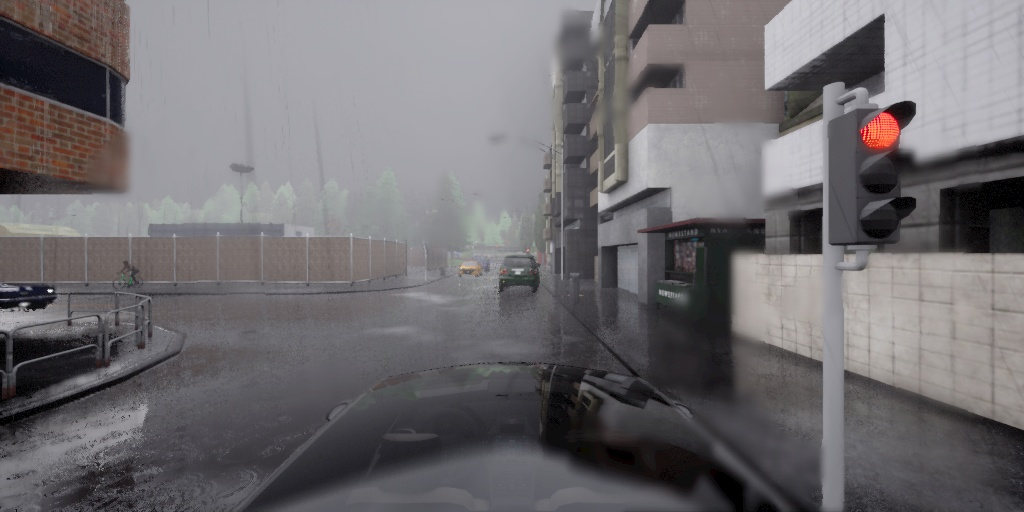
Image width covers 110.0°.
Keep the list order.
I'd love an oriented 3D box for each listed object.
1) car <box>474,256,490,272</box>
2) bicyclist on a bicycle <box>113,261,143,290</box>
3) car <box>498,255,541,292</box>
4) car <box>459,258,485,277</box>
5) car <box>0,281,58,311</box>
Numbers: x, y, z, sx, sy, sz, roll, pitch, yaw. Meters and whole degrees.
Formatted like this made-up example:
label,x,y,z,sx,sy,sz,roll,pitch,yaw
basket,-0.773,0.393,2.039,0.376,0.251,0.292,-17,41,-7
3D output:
label,x,y,z,sx,sy,sz,roll,pitch,yaw
car,-4.079,0.971,46.527,2.150,2.045,5.566,0,0,0
bicyclist on a bicycle,-22.180,1.099,20.731,0.582,1.620,1.656,0,0,0
car,0.475,0.971,21.279,2.150,2.045,5.566,1,0,4
car,-4.110,1.228,35.826,1.882,1.535,5.008,0,0,0
car,-18.949,1.351,12.333,4.718,1.301,1.895,0,0,0
